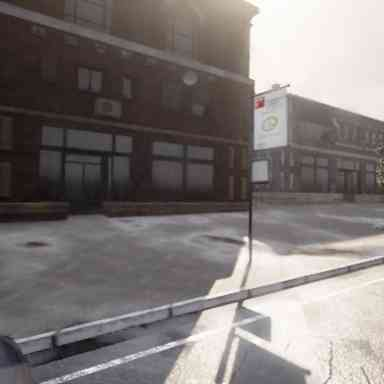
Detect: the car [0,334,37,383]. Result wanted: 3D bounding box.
[{"bbox_3d":[-3.287,1.545,1.030,5.357,1.411,2.033,0,0,-35],"label":"car"}]
